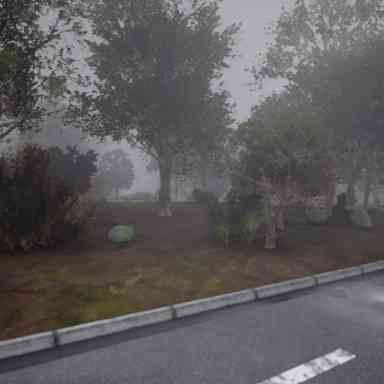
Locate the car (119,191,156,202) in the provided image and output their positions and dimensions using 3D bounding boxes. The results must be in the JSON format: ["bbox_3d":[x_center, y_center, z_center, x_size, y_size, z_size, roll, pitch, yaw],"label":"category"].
[{"bbox_3d":[-7.100,0.619,45.169,5.357,1.411,2.033,1,-1,-32],"label":"car"}]
